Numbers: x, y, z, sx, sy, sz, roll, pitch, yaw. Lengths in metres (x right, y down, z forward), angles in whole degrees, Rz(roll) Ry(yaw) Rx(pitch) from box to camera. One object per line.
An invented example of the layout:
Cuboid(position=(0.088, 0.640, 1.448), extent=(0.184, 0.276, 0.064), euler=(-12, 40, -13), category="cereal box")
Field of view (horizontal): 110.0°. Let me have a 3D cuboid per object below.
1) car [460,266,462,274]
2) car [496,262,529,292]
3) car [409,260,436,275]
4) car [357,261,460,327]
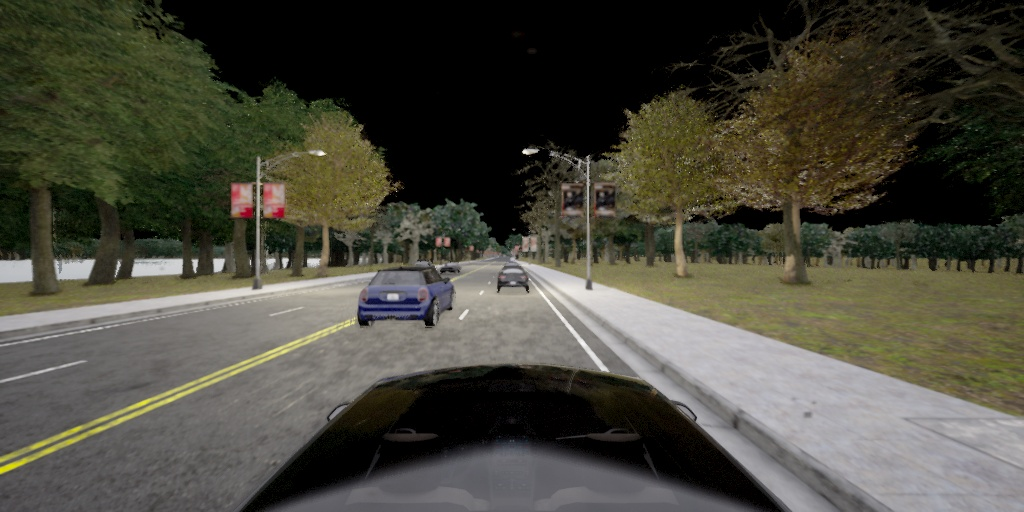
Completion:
Cuboid(position=(-6.746, 1.380, 39.546), extent=(1.895, 1.301, 4.718), euler=(0, 0, 0), category="car")
Cuboid(position=(0.049, 1.285, 21.429), extent=(1.812, 1.442, 4.674), euler=(0, 0, 0), category="car")
Cuboid(position=(-10.000, 1.284, 40.242), extent=(1.837, 1.490, 4.892), euler=(0, 0, 0), category="car")
Cuboid(position=(-3.167, 1.104, 11.653), extent=(2.097, 1.767, 4.553), euler=(0, 0, 0), category="car")
